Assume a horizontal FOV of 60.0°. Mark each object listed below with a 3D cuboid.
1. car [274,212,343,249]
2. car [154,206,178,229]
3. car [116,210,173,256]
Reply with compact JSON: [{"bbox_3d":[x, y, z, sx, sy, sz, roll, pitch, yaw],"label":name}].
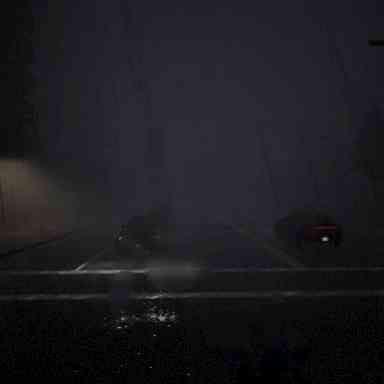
[{"bbox_3d":[5.195,1.658,15.446,2.128,1.511,4.902,0,-1,0],"label":"car"},{"bbox_3d":[-2.084,1.854,24.484,1.837,1.490,4.892,0,-1,0],"label":"car"},{"bbox_3d":[-1.969,1.739,14.352,1.812,1.442,4.674,0,-1,-1],"label":"car"}]
